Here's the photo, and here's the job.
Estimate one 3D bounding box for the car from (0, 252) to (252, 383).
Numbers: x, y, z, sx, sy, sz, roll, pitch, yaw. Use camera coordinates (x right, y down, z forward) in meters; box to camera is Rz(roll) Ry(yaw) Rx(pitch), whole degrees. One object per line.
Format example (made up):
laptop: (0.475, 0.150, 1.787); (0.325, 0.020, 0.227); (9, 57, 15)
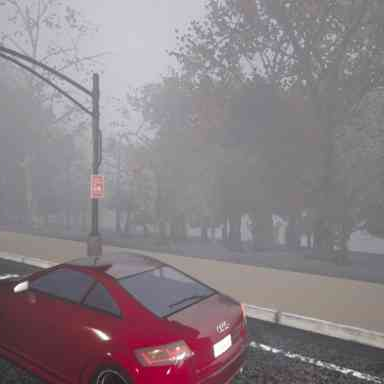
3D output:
car: (-1.314, 1.563, 4.618); (4.181, 1.385, 1.994); (0, 0, 35)
